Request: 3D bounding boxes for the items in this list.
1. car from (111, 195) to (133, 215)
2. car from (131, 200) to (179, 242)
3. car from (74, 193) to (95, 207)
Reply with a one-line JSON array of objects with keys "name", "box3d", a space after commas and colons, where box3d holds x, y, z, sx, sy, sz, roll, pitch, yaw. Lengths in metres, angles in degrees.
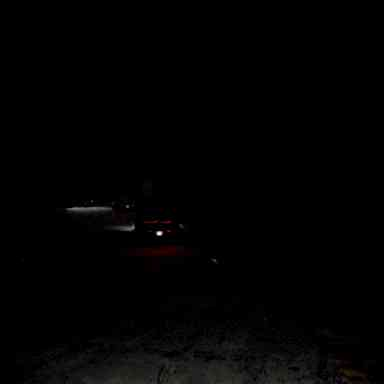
[{"name": "car", "box3d": [-6.459, 1.028, 31.359, 1.812, 1.442, 4.674, 0, 1, -20]}, {"name": "car", "box3d": [-1.772, 1.354, 15.635, 1.837, 1.490, 4.892, 0, 1, -11]}, {"name": "car", "box3d": [-11.980, 0.856, 36.943, 1.837, 1.490, 4.892, 0, 1, -21]}]
